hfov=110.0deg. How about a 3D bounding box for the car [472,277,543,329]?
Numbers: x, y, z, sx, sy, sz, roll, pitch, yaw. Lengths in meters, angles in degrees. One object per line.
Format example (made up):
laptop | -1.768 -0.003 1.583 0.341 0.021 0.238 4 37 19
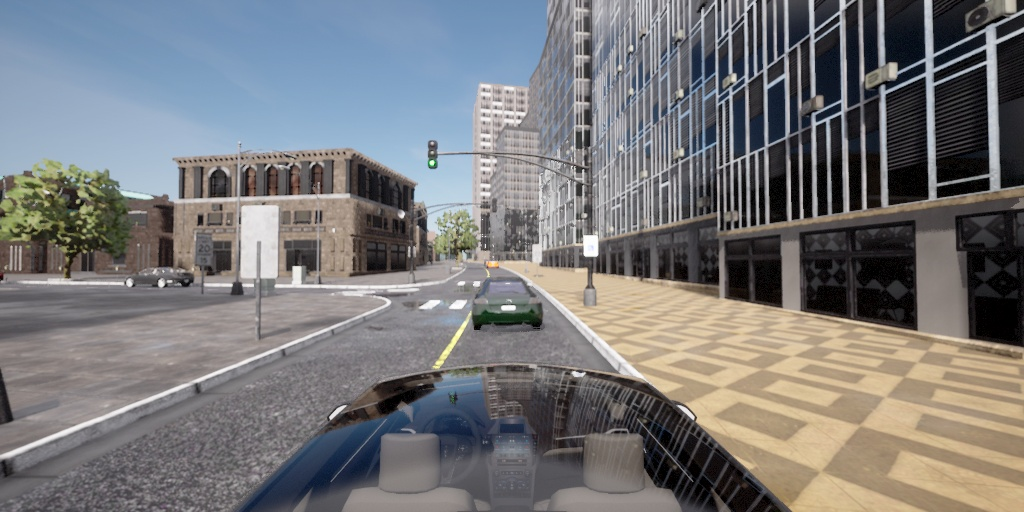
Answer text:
car | -0.251 1.348 11.418 1.994 1.385 4.181 0 0 -5

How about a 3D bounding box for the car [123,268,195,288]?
car | -24.209 1.454 24.612 4.403 1.370 2.007 0 0 9

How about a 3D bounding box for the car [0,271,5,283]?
car | -41.447 1.463 27.372 4.507 1.381 1.888 0 0 9

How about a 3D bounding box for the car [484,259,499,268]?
car | -3.544 1.308 64.596 2.097 1.767 4.553 0 0 -7
